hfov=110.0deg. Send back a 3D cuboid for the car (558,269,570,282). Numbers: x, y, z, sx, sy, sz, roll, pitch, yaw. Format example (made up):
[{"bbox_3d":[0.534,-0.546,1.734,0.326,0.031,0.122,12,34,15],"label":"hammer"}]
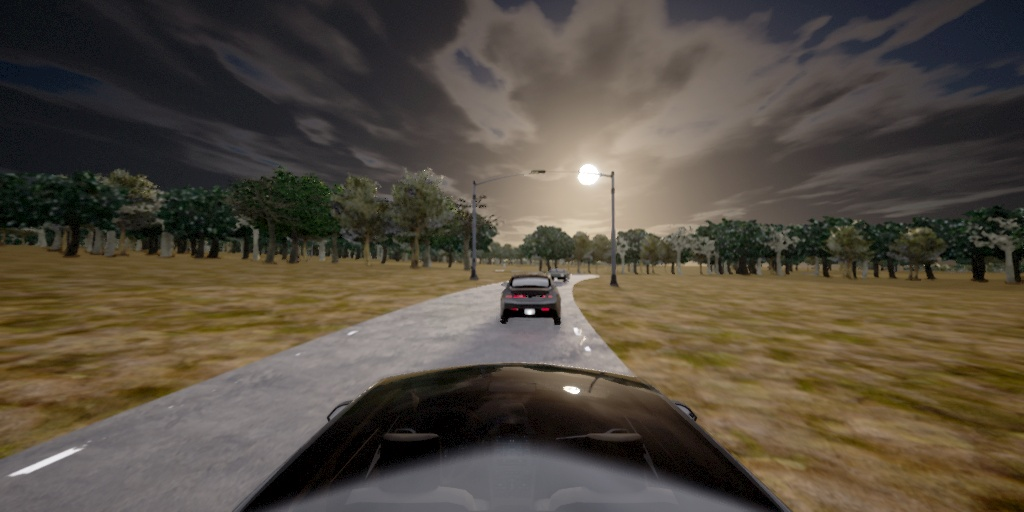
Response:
[{"bbox_3d":[4.631,1.897,35.376,1.895,1.301,4.718,0,-2,15],"label":"car"}]

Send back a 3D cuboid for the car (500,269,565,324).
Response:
[{"bbox_3d":[0.687,1.346,12.477,1.837,1.490,4.892,0,-1,4],"label":"car"}]
